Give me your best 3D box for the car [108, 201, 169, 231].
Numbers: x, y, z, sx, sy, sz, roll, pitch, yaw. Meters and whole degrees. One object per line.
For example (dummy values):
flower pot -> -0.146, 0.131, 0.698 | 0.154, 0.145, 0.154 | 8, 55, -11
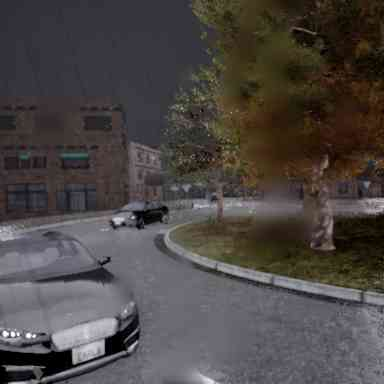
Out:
car -> -3.017, 1.303, 19.576 | 2.128, 1.511, 4.902 | -1, 1, 21

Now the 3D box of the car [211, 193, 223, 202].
car -> 4.134, 0.839, 55.496 | 1.882, 1.535, 5.008 | -1, 0, 2

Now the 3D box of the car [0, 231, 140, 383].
car -> -2.627, 1.479, 5.581 | 2.128, 1.511, 4.902 | -1, 1, -38
